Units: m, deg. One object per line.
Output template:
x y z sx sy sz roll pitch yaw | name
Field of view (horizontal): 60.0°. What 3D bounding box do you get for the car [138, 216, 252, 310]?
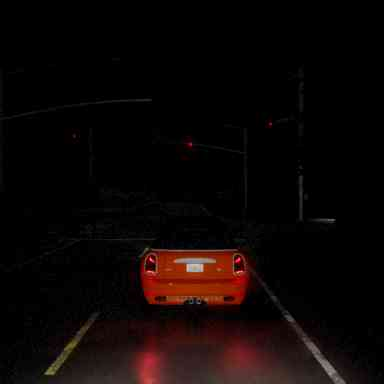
0.058 1.352 7.985 2.097 1.767 4.553 0 0 0 | car
